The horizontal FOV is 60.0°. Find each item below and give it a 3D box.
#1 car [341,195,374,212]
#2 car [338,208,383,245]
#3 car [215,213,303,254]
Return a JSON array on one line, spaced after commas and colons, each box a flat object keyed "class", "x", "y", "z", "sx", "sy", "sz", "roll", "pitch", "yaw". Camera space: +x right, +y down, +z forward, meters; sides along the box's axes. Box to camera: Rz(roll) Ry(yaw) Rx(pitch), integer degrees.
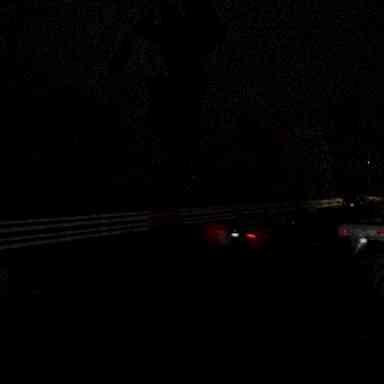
[{"class": "car", "x": 15.861, "y": 1.264, "z": 31.818, "sx": 2.150, "sy": 2.045, "sz": 5.566, "roll": 0, "pitch": 0, "yaw": 36}, {"class": "car", "x": 8.050, "y": 1.617, "z": 14.949, "sx": 1.895, "sy": 1.301, "sz": 4.718, "roll": 0, "pitch": 0, "yaw": 35}, {"class": "car", "x": 2.946, "y": 1.563, "z": 13.754, "sx": 2.033, "sy": 1.411, "sz": 5.357, "roll": 0, "pitch": 0, "yaw": 35}]
